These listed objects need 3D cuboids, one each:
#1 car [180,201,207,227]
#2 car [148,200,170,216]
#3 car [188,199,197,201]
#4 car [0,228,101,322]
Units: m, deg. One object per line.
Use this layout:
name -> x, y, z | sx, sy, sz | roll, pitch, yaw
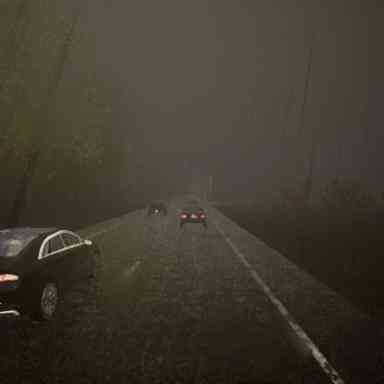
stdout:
car -> 0.087, 1.635, 23.805 | 2.033, 1.411, 5.357 | 0, 0, 0
car -> -3.420, 1.628, 34.536 | 1.837, 1.490, 4.892 | 0, 0, 0
car -> 0.073, 1.711, 46.793 | 2.033, 1.411, 5.357 | 0, 0, 0
car -> -3.404, 1.518, 7.241 | 2.128, 1.511, 4.902 | 0, 0, 0
